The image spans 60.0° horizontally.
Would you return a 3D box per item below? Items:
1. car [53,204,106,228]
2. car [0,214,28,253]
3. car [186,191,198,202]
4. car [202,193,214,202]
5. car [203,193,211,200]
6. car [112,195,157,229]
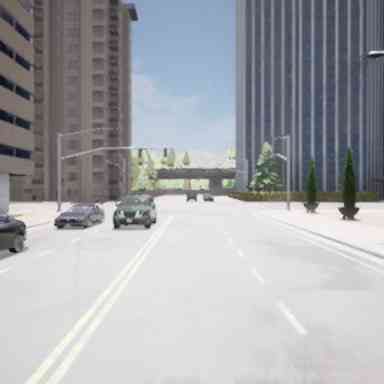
[{"bbox_3d":[-7.010,1.503,21.426,2.033,1.411,5.357,0,0,0],"label":"car"},{"bbox_3d":[-7.093,1.443,10.555,2.128,1.511,4.902,0,0,0],"label":"car"},{"bbox_3d":[-0.033,0.902,67.551,2.150,2.045,5.566,0,0,0],"label":"car"},{"bbox_3d":[3.467,1.278,67.550,1.895,1.301,4.718,0,0,0],"label":"car"},{"bbox_3d":[3.461,1.074,77.744,1.837,1.490,4.892,0,0,0],"label":"car"},{"bbox_3d":[-3.510,1.227,21.397,2.150,2.045,5.566,0,0,0],"label":"car"}]
